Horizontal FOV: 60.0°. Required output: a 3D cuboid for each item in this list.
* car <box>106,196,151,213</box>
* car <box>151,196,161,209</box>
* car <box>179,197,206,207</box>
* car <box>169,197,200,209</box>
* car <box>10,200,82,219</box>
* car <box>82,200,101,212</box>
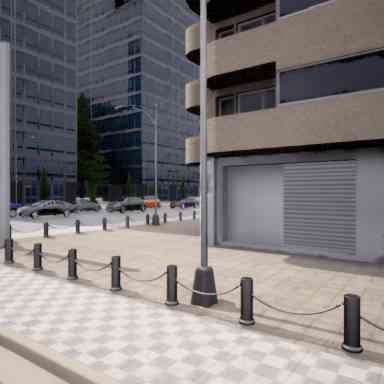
[{"bbox_3d":[-7.047,1.293,35.798,2.097,1.767,4.553,0,0,36],"label":"car"},{"bbox_3d":[-6.128,1.292,43.046,2.097,1.767,4.553,0,0,36],"label":"car"},{"bbox_3d":[0.080,1.467,51.608,1.812,1.442,4.674,0,0,36],"label":"car"},{"bbox_3d":[-0.977,1.446,44.198,1.837,1.490,4.892,0,0,36],"label":"car"},{"bbox_3d":[-12.387,1.433,28.395,2.128,1.511,4.902,0,0,36],"label":"car"},{"bbox_3d":[-11.722,1.505,35.292,1.994,1.385,4.181,0,0,36],"label":"car"}]
